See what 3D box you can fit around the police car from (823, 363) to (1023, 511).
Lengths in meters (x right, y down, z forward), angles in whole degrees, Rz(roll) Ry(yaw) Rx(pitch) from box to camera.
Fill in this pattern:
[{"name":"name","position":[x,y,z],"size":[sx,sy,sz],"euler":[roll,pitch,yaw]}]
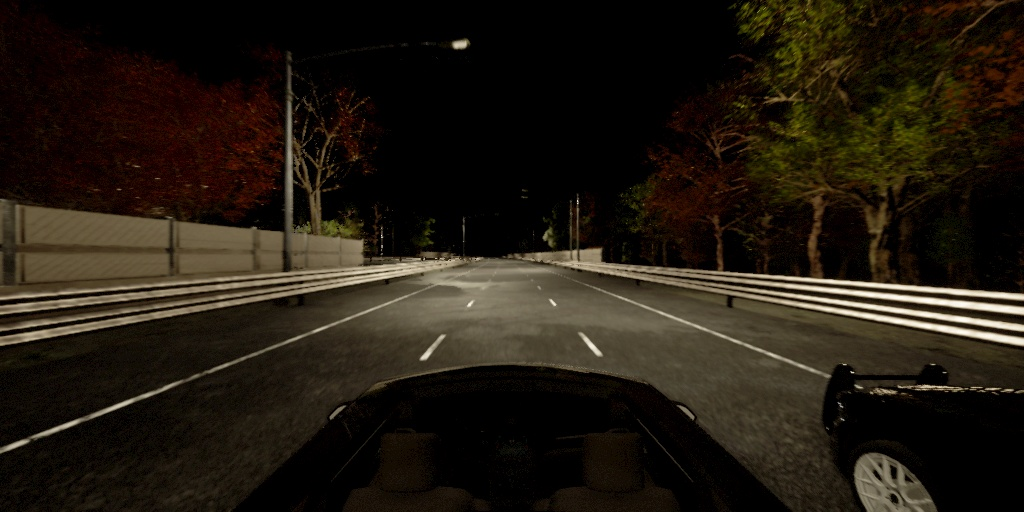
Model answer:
[{"name":"police car","position":[3.503,1.181,0.934],"size":[1.930,1.638,5.238],"euler":[0,0,0]}]
